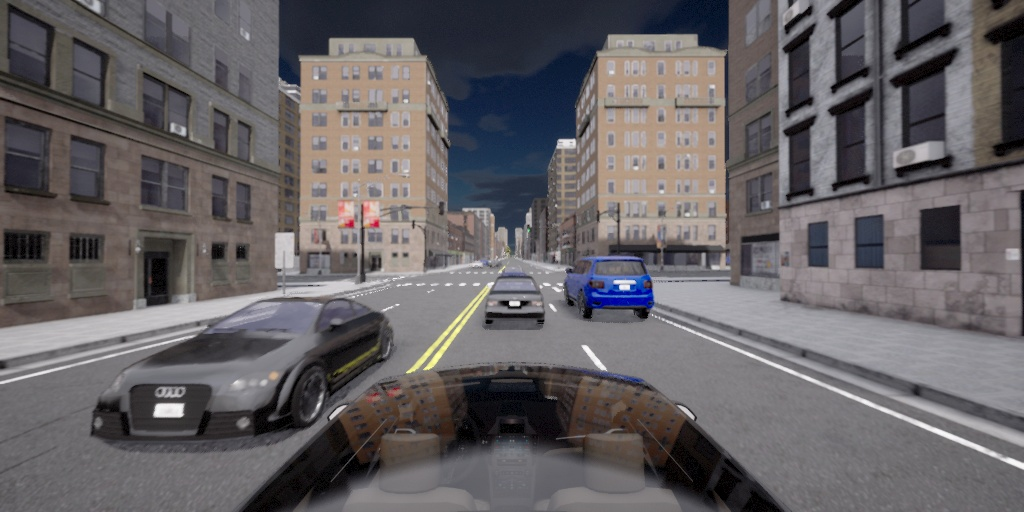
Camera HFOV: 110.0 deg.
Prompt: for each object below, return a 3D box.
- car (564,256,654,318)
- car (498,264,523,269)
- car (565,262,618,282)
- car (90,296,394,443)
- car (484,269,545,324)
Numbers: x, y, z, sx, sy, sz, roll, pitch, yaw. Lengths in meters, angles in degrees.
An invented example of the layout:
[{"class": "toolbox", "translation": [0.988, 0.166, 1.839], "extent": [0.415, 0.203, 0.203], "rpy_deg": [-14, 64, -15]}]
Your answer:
[{"class": "car", "translation": [3.363, 1.038, 13.395], "extent": [2.150, 2.045, 5.566], "rpy_deg": [0, 0, 0]}, {"class": "car", "translation": [0.110, 1.500, 28.190], "extent": [1.895, 1.301, 4.718], "rpy_deg": [0, 0, 0]}, {"class": "car", "translation": [6.919, 1.381, 30.958], "extent": [4.674, 1.442, 1.812], "rpy_deg": [-2, -2, -36]}, {"class": "car", "translation": [-3.344, 1.336, 5.490], "extent": [1.994, 1.385, 4.181], "rpy_deg": [0, 0, 0]}, {"class": "car", "translation": [0.104, 1.357, 12.267], "extent": [2.033, 1.411, 5.357], "rpy_deg": [0, 0, 1]}]
